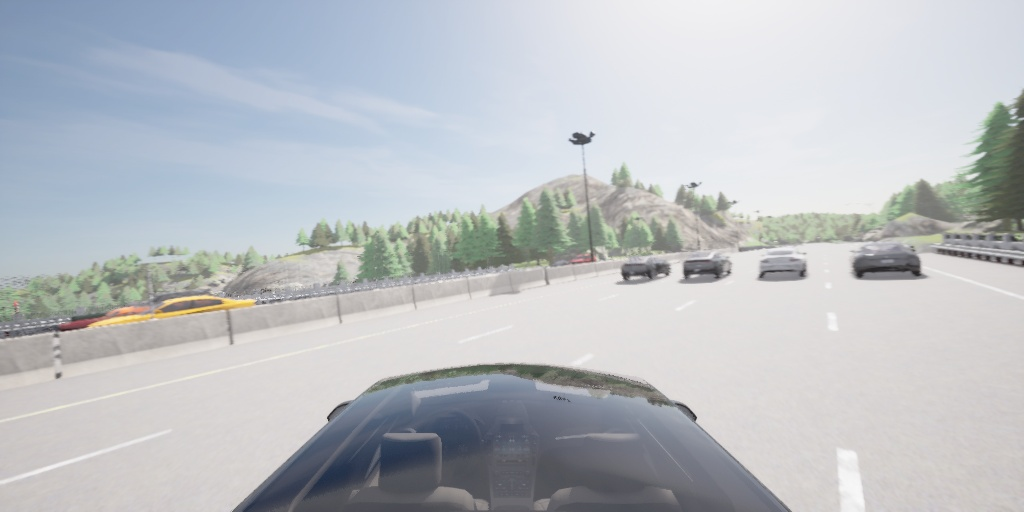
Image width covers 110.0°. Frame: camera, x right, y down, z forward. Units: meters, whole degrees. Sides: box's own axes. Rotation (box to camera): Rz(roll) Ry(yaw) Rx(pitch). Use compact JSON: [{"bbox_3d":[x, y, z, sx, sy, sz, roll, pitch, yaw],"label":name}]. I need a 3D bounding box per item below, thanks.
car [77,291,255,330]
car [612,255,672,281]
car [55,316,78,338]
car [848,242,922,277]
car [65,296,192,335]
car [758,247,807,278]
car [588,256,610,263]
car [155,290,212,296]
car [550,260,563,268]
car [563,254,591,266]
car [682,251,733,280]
[{"bbox_3d":[-13.110,2.404,14.183,1.882,1.535,5.008,-5,0,41],"label":"car"},{"bbox_3d":[8.666,0.717,23.047,2.128,1.511,4.902,-5,-1,41],"label":"car"},{"bbox_3d":[-16.331,2.811,15.784,1.895,1.301,4.718,-5,0,41],"label":"car"},{"bbox_3d":[16.252,0.101,15.797,1.994,1.385,4.181,-5,-1,41],"label":"car"},{"bbox_3d":[-21.558,3.280,20.416,1.895,1.301,4.718,-5,0,41],"label":"car"},{"bbox_3d":[14.069,0.271,18.634,1.812,1.442,4.674,-5,-1,41],"label":"car"},{"bbox_3d":[12.847,0.956,49.357,1.895,1.301,4.718,-5,-1,41],"label":"car"},{"bbox_3d":[-18.221,2.737,18.960,2.097,1.767,4.553,-5,0,41],"label":"car"},{"bbox_3d":[7.591,1.337,53.965,1.812,1.442,4.674,-5,-1,41],"label":"car"},{"bbox_3d":[10.186,0.861,51.653,2.150,2.045,5.566,-5,-1,41],"label":"car"},{"bbox_3d":[11.360,0.477,20.823,2.128,1.511,4.902,-5,-1,41],"label":"car"}]
